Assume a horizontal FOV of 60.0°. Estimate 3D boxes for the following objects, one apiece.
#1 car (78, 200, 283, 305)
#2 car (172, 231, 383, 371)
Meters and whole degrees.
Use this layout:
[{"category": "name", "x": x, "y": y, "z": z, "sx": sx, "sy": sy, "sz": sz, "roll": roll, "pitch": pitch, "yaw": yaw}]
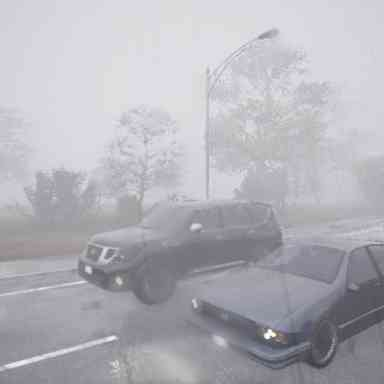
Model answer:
[{"category": "car", "x": 0.052, "y": 1.240, "z": 8.535, "sx": 5.566, "sy": 2.045, "sz": 2.150, "roll": 0, "pitch": 0, "yaw": -38}, {"category": "car", "x": 2.466, "y": 1.558, "z": 5.970, "sx": 5.357, "sy": 1.411, "sz": 2.033, "roll": 0, "pitch": 0, "yaw": -38}]
